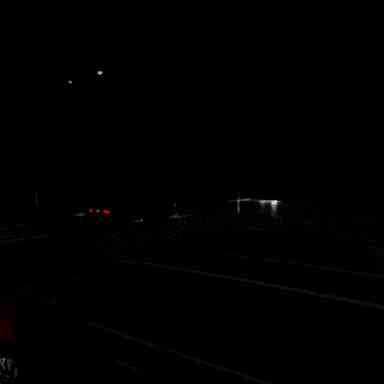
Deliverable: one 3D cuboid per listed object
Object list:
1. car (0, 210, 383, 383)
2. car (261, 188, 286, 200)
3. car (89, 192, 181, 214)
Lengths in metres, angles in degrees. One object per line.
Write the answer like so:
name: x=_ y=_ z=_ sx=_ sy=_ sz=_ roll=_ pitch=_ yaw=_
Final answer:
car: x=0.227 y=1.287 z=2.804 sx=5.009 sy=1.841 sz=2.192 roll=1 pitch=1 yaw=36
car: x=10.607 y=0.249 z=42.912 sx=1.812 sy=1.442 sz=4.674 roll=1 pitch=2 yaw=36
car: x=-3.205 y=0.945 z=18.555 sx=2.033 sy=1.411 sz=5.357 roll=1 pitch=2 yaw=36
